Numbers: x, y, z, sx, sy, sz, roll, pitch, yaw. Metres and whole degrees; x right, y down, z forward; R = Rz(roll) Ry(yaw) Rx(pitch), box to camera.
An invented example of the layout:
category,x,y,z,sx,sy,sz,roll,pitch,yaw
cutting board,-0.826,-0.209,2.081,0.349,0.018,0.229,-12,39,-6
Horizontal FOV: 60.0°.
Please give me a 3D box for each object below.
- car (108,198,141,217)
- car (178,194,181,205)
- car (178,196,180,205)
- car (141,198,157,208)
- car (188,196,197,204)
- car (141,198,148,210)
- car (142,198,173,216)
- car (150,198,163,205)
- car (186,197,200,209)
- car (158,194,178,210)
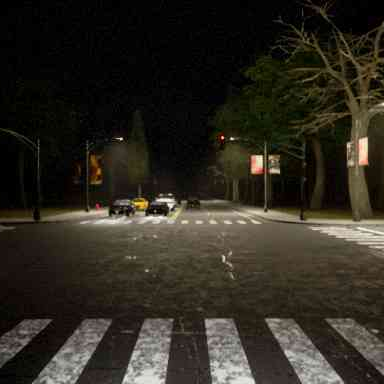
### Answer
category,x,y,z,sx,sy,sz,roll,pitch,yaw
car,-6.555,1.500,31.564,2.128,1.511,4.902,0,0,0
car,-3.221,1.385,62.425,2.150,2.045,5.566,0,0,1
car,-3.280,1.686,51.812,1.895,1.301,4.718,0,0,0
car,-6.535,1.644,51.110,1.994,1.385,4.181,0,0,-1
car,0.135,1.717,72.651,1.882,1.535,5.008,0,0,0
car,-6.541,1.507,41.064,1.882,1.535,5.008,0,0,0
car,-3.295,1.573,32.204,1.994,1.385,4.181,0,0,1
car,-6.484,1.754,61.168,1.895,1.301,4.718,0,0,0
car,0.155,1.542,45.842,2.128,1.511,4.902,0,0,0
car,-3.291,1.253,41.561,2.150,2.045,5.566,0,0,0
